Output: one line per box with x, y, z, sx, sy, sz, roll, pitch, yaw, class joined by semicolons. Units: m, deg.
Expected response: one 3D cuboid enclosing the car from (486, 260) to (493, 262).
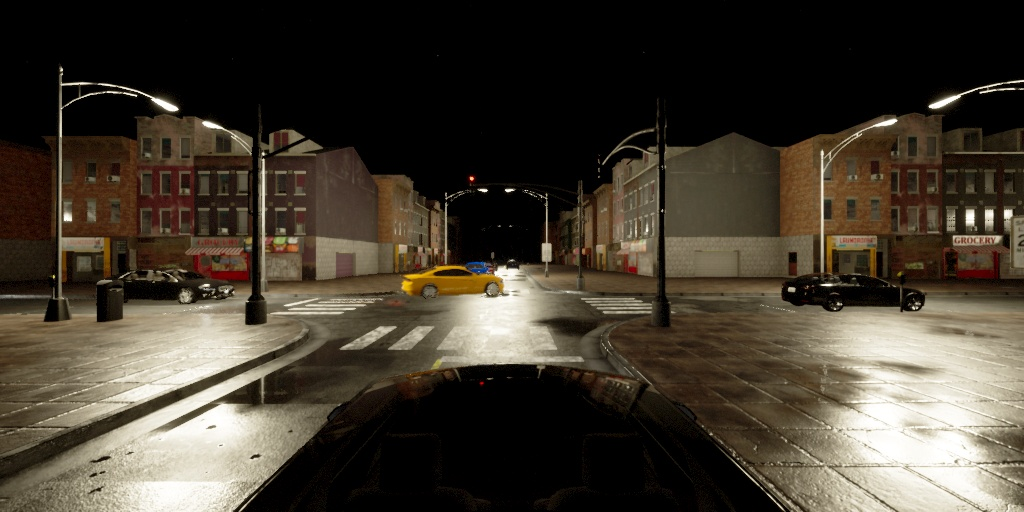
-2.822;1.238;27.913;1.882;1.535;5.008;0;0;1;car

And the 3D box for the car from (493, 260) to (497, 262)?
-2.833;1.332;37.864;1.994;1.385;4.181;0;0;0;car

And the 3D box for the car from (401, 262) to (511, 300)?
-2.845;1.236;17.671;5.008;1.535;1.882;0;0;-25;car

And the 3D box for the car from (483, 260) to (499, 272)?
-2.817;1.281;48.268;1.837;1.490;4.892;0;0;0;car

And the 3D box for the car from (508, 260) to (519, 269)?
0.126;1.349;56.896;1.994;1.385;4.181;0;0;0;car

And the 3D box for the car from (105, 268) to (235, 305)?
-14.982;1.296;15.745;4.892;1.490;1.837;1;0;0;car

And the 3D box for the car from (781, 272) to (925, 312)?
12.359;1.266;13.169;4.313;1.339;1.948;0;0;0;car
